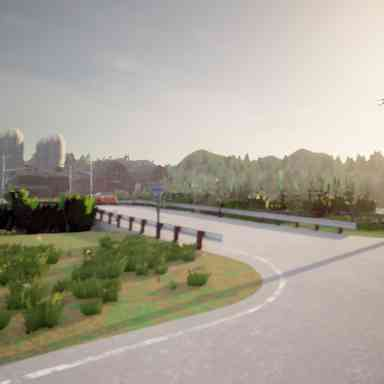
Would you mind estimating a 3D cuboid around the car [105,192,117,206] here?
[{"bbox_3d":[-10.749,0.744,40.144,2.097,1.767,4.553,0,-1,-35],"label":"car"}]
